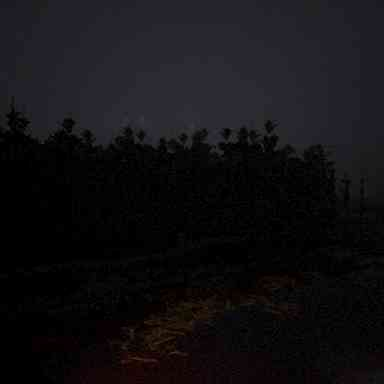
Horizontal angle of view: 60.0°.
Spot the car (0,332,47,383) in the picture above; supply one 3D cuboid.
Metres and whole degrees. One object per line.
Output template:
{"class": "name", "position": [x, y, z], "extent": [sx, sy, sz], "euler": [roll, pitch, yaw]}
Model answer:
{"class": "car", "position": [-3.067, 1.617, 1.297], "extent": [4.718, 1.301, 1.895], "euler": [-1, 0, -35]}
